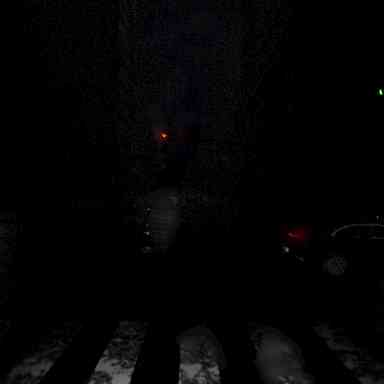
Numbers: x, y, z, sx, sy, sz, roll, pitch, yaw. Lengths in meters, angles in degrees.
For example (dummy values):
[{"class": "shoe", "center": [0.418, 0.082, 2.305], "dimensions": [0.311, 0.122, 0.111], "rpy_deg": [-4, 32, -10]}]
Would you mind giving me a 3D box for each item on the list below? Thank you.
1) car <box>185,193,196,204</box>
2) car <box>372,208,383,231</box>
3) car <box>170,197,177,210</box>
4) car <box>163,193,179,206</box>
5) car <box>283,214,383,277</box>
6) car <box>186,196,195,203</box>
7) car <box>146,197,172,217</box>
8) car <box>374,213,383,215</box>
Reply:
[{"class": "car", "center": [-0.123, 1.480, 62.586], "dimensions": [2.128, 1.511, 4.902], "rpy_deg": [0, 0, 0]}, {"class": "car", "center": [13.487, 1.652, 19.613], "dimensions": [4.718, 1.301, 1.895], "rpy_deg": [0, 1, 0]}, {"class": "car", "center": [-3.263, 1.592, 41.568], "dimensions": [1.895, 1.301, 4.718], "rpy_deg": [0, 0, 0]}, {"class": "car", "center": [-3.287, 1.211, 52.158], "dimensions": [2.150, 2.045, 5.566], "rpy_deg": [0, 0, 0]}, {"class": "car", "center": [5.165, 1.563, 9.639], "dimensions": [4.902, 1.511, 2.128], "rpy_deg": [3, 1, 0]}, {"class": "car", "center": [-0.244, 1.583, 73.033], "dimensions": [1.895, 1.301, 4.718], "rpy_deg": [0, 0, 0]}, {"class": "car", "center": [-3.222, 1.518, 31.607], "dimensions": [1.812, 1.442, 4.674], "rpy_deg": [0, 0, -1]}, {"class": "car", "center": [8.139, 1.595, 12.897], "dimensions": [4.902, 1.511, 2.128], "rpy_deg": [1, 1, 0]}]
